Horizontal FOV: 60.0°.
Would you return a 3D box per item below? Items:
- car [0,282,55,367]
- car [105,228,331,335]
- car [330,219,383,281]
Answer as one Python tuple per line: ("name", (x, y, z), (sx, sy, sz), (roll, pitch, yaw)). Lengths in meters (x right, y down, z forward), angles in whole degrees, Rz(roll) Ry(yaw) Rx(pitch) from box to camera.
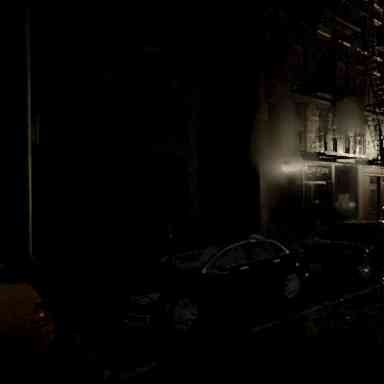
("car", (-4.029, 1.535, 3.329), (4.829, 1.417, 1.752), (0, 0, -35))
("car", (0.512, 1.525, 6.565), (4.403, 1.369, 2.008), (0, 0, -35))
("car", (4.915, 1.506, 9.702), (4.313, 1.339, 1.947), (0, 0, -35))
